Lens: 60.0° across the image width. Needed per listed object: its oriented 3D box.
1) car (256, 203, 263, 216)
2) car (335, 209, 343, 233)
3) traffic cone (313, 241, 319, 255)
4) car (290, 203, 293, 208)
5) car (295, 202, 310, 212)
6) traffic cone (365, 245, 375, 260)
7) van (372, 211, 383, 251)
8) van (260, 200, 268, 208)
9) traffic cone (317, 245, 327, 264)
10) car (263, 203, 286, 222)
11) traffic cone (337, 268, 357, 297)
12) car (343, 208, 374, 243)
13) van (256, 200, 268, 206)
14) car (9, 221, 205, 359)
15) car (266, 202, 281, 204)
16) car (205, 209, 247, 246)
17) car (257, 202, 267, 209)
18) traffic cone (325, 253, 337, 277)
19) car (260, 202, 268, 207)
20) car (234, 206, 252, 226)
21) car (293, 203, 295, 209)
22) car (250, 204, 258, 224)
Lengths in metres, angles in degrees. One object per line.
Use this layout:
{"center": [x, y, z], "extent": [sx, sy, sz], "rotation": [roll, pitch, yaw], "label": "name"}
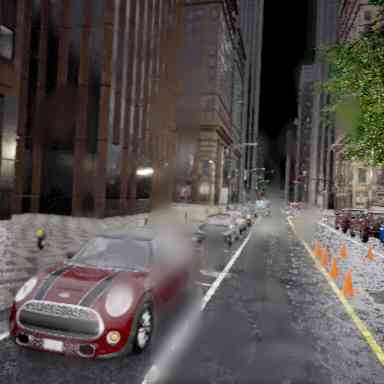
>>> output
{"center": [6.741, 2.257, 38.287], "extent": [1.947, 1.339, 4.313], "rotation": [3, 0, 14], "label": "car"}
{"center": [12.358, 2.167, 25.520], "extent": [2.192, 1.841, 5.009], "rotation": [3, 0, 14], "label": "car"}
{"center": [5.320, 2.358, 14.045], "extent": [0.340, 0.580, 0.340], "rotation": [3, -1, 14], "label": "traffic cone"}
{"center": [27.985, 3.762, 88.498], "extent": [2.008, 1.369, 4.403], "rotation": [3, -1, 14], "label": "car"}
{"center": [22.753, 3.056, 67.383], "extent": [2.192, 1.841, 5.009], "rotation": [3, -1, 14], "label": "car"}
{"center": [7.258, 2.448, 13.561], "extent": [0.340, 0.580, 0.340], "rotation": [3, -1, 14], "label": "traffic cone"}
{"center": [9.693, 1.964, 14.799], "extent": [1.690, 1.788, 3.998], "rotation": [3, -1, 14], "label": "van"}
{"center": [18.419, 3.051, 85.274], "extent": [1.690, 1.788, 3.998], "rotation": [3, -1, 14], "label": "van"}
{"center": [4.838, 2.315, 12.104], "extent": [0.340, 0.580, 0.340], "rotation": [3, -1, 14], "label": "traffic cone"}
{"center": [8.850, 2.276, 35.568], "extent": [1.837, 1.490, 4.892], "rotation": [3, -1, 14], "label": "car"}
{"center": [3.874, 2.230, 8.223], "extent": [0.340, 0.580, 0.340], "rotation": [3, -1, 14], "label": "traffic cone"}
{"center": [11.026, 2.053, 20.159], "extent": [2.192, 1.841, 5.009], "rotation": [3, -1, 14], "label": "car"}
{"center": [13.175, 2.583, 64.156], "extent": [1.690, 1.788, 3.998], "rotation": [3, -1, 14], "label": "van"}
{"center": [-1.241, 1.442, 6.127], "extent": [1.967, 1.590, 4.097], "rotation": [3, -1, 14], "label": "car"}
{"center": [10.657, 2.435, 42.604], "extent": [1.837, 1.490, 4.892], "rotation": [3, -1, 14], "label": "car"}
{"center": [1.416, 1.790, 16.847], "extent": [2.008, 1.369, 4.403], "rotation": [3, -1, 14], "label": "car"}
{"center": [15.787, 3.019, 74.712], "extent": [1.887, 1.381, 4.507], "rotation": [3, -1, 14], "label": "car"}
{"center": [4.356, 2.273, 10.164], "extent": [0.340, 0.580, 0.340], "rotation": [3, -1, 14], "label": "traffic cone"}
{"center": [19.719, 3.372, 90.552], "extent": [1.887, 1.381, 4.507], "rotation": [3, -1, 14], "label": "car"}
{"center": [2.708, 1.876, 22.043], "extent": [1.752, 1.417, 4.829], "rotation": [3, -1, 14], "label": "car"}
{"center": [24.064, 3.173, 72.663], "extent": [2.192, 1.841, 5.009], "rotation": [3, -1, 14], "label": "car"}
{"center": [4.085, 1.908, 27.569], "extent": [1.967, 1.590, 4.097], "rotation": [3, -1, 14], "label": "car"}
